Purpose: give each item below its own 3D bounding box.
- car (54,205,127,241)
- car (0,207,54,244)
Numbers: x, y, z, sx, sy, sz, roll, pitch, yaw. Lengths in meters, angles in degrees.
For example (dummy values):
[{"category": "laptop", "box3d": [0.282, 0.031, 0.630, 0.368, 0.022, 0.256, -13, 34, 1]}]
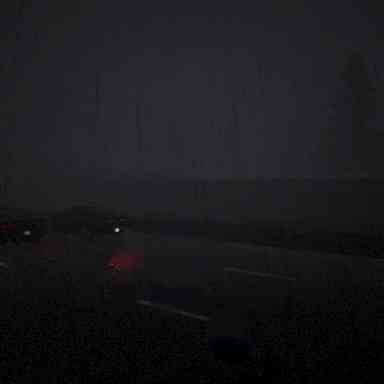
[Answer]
[{"category": "car", "box3d": [-5.289, 1.400, 16.166, 4.892, 1.490, 1.837, 1, 1, 36]}, {"category": "car", "box3d": [-8.210, 1.364, 13.949, 5.008, 1.535, 1.882, 1, 1, 35]}]
